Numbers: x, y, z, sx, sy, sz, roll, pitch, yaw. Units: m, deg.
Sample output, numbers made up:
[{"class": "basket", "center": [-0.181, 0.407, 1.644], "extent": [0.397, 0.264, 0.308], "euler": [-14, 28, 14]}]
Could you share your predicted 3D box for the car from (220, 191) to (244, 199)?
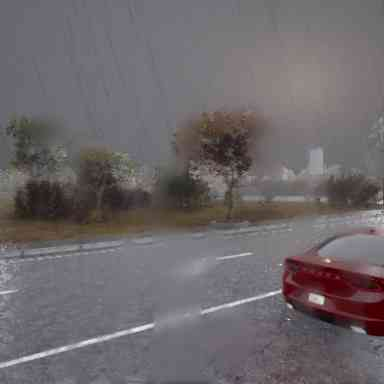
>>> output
[{"class": "car", "center": [8.147, 0.569, 68.399], "extent": [2.128, 1.511, 4.902], "euler": [-2, 1, -38]}]

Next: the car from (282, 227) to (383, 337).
[{"class": "car", "center": [3.885, 1.415, 6.370], "extent": [5.008, 1.535, 1.882], "euler": [-1, 1, -35]}]

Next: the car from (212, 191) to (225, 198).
[{"class": "car", "center": [5.152, 0.630, 66.532], "extent": [2.128, 1.511, 4.902], "euler": [-2, 1, -37]}]
